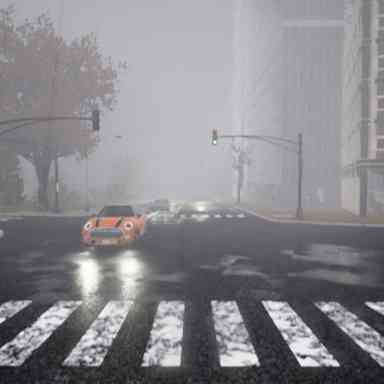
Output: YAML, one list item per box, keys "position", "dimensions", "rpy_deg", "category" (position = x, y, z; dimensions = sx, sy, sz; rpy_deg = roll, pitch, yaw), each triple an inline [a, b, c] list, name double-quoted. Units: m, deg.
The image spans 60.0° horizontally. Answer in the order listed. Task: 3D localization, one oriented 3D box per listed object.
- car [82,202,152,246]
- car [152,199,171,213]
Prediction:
- position: [-3.261, 1.306, 14.849]
  dimensions: [2.097, 1.767, 4.553]
  rpy_deg: [0, 0, 0]
  category: "car"
- position: [-3.269, 1.430, 35.652]
  dimensions: [2.033, 1.411, 5.357]
  rpy_deg: [0, 0, 0]
  category: "car"
